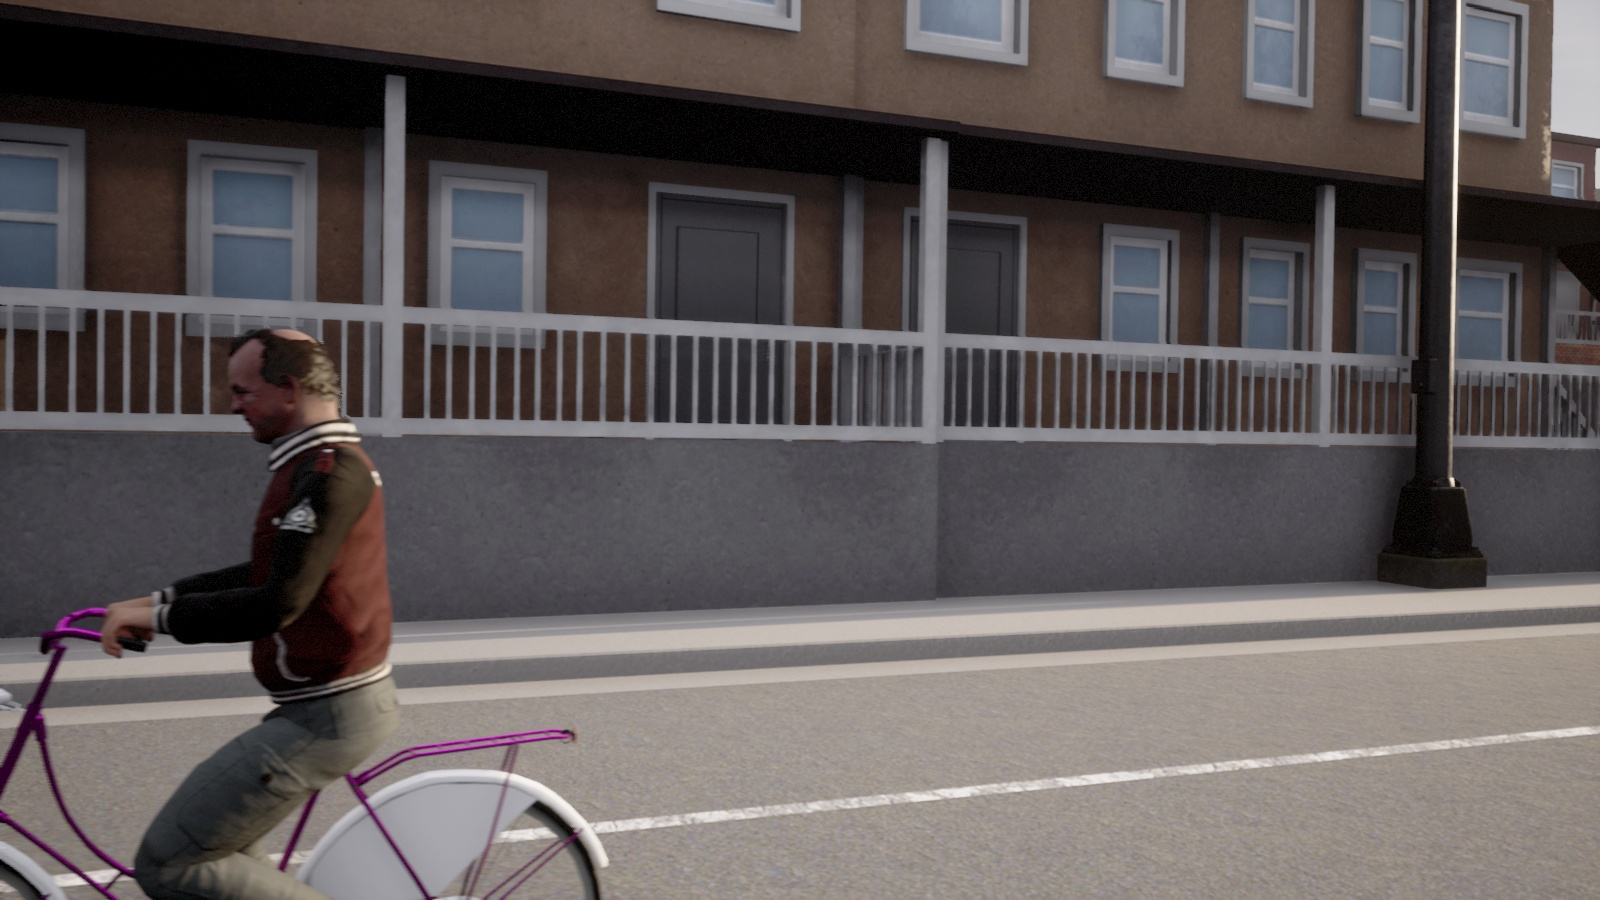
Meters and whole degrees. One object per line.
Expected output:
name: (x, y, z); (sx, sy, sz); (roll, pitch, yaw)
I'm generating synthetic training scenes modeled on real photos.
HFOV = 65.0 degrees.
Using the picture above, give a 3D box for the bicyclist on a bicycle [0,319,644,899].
bicyclist on a bicycle: (-1.323, 0.640, 2.735); (1.843, 1.776, 0.659); (0, 1, -21)
